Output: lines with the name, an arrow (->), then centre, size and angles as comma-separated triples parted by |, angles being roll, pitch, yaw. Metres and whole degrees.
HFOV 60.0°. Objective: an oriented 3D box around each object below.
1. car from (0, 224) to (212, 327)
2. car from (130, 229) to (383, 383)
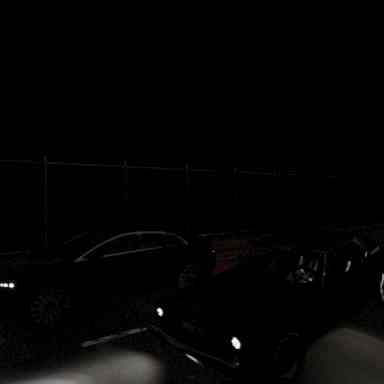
car -> -1.691, 1.492, 7.107 | 4.902, 1.511, 2.128 | 0, 0, -36
car -> 1.658, 1.437, 5.440 | 4.718, 1.301, 1.895 | -10, 4, -39
